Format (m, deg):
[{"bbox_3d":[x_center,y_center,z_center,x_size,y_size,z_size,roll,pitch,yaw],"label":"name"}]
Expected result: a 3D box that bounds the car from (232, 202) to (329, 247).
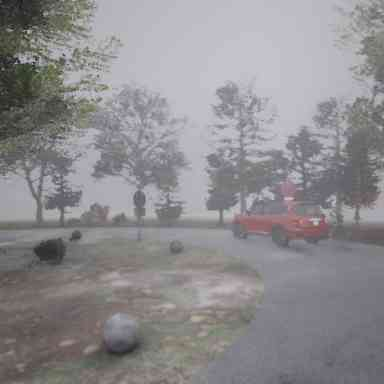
[{"bbox_3d":[4.216,1.503,16.797,2.150,2.045,5.566,0,-2,-25],"label":"car"}]
